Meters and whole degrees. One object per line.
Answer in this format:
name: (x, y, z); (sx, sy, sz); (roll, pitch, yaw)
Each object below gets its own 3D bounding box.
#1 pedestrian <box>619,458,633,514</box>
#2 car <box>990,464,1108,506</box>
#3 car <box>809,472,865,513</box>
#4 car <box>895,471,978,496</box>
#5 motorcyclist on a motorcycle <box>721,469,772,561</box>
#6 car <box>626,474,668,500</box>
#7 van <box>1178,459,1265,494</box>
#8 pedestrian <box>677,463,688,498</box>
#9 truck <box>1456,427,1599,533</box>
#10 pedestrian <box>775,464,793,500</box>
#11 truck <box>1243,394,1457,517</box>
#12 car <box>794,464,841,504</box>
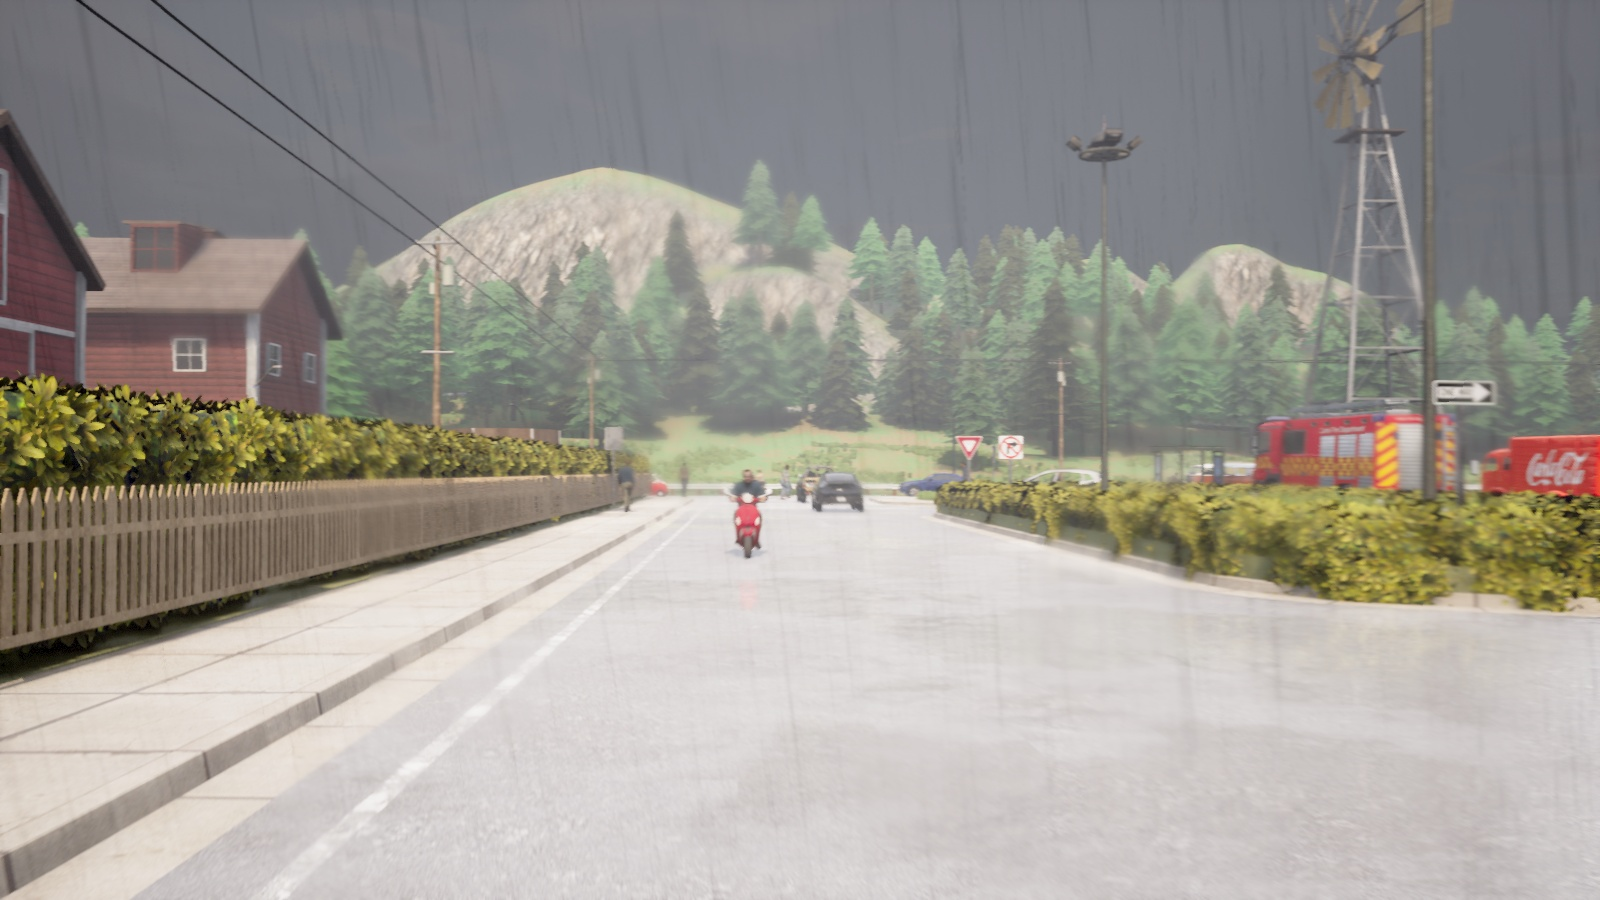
pedestrian: (-5.785, 1.190, 41.808); (0.370, 1.835, 0.726); (0, -1, -1)
car: (10.323, 1.442, 51.983); (4.611, 1.667, 2.242); (-1, -1, 16)
car: (1.388, 1.615, 49.179); (1.837, 1.490, 4.892); (0, -1, -2)
car: (8.119, 2.011, 74.848); (4.674, 1.442, 1.812); (0, -1, -2)
motorcyclist on a motorcycle: (-0.968, 1.145, 22.713); (0.866, 1.590, 1.817); (0, -1, -2)
car: (-8.582, 2.079, 70.707); (2.207, 1.376, 1.481); (-1, -1, -2)
van: (25.299, 1.609, 75.511); (4.480, 2.038, 2.069); (0, -1, -2)
pedestrian: (-6.107, 1.575, 65.289); (0.328, 1.805, 0.869); (-1, -1, 11)
truck: (19.443, 0.726, 31.907); (2.627, 2.467, 5.204); (0, -1, -3)
pedestrian: (-0.852, 1.674, 65.464); (0.900, 1.855, 0.874); (0, -1, -1)
truck: (18.668, 0.240, 43.436); (2.891, 3.827, 8.468); (0, -1, -6)
car: (0.801, 1.628, 61.301); (1.932, 1.855, 4.605); (0, -1, -4)
